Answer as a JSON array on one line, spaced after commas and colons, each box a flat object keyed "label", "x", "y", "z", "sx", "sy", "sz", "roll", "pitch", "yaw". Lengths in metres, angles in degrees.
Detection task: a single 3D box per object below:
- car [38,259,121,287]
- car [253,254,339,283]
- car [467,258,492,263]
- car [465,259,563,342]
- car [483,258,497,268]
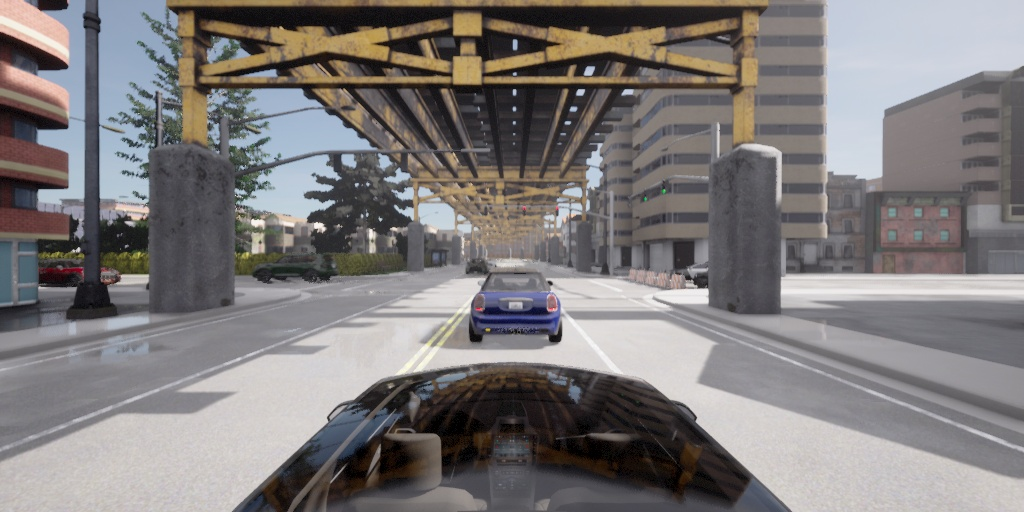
[{"label": "car", "x": -27.624, "y": 0.984, "z": 22.532, "sx": 4.553, "sy": 1.767, "sz": 2.097, "roll": 0, "pitch": 0, "yaw": 0}, {"label": "car", "x": -15.671, "y": 0.868, "z": 26.179, "sx": 5.566, "sy": 2.045, "sz": 2.150, "roll": 0, "pitch": 0, "yaw": 0}, {"label": "car", "x": -3.501, "y": 0.995, "z": 36.870, "sx": 2.097, "sy": 1.767, "sz": 4.553, "roll": 0, "pitch": 0, "yaw": 1}, {"label": "car", "x": 0.100, "y": 1.080, "z": 9.842, "sx": 2.097, "sy": 1.767, "sz": 4.553, "roll": 0, "pitch": 0, "yaw": 1}, {"label": "car", "x": -3.394, "y": 1.112, "z": 56.191, "sx": 1.812, "sy": 1.442, "sz": 4.674, "roll": 0, "pitch": 0, "yaw": 0}]
